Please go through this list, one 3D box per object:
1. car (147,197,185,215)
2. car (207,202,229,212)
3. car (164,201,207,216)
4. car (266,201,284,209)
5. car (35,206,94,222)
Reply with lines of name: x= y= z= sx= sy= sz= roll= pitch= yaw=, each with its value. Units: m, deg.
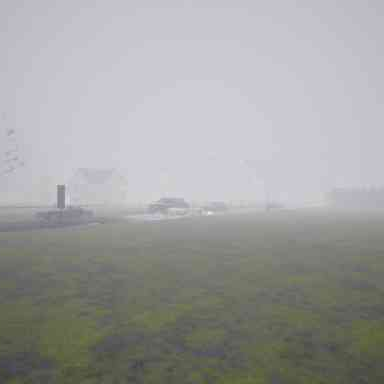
car: x=-2.894 y=1.667 z=40.058 sx=2.150 sy=2.045 sz=5.566 roll=1 pitch=-1 yaw=36
car: x=3.541 y=2.137 z=49.036 sx=2.033 sy=1.411 sz=5.357 roll=1 pitch=0 yaw=36
car: x=-0.648 y=2.072 z=38.135 sx=1.895 sy=1.301 sz=4.718 roll=1 pitch=0 yaw=35
car: x=15.094 y=2.388 z=60.251 sx=1.994 sy=1.385 sz=4.181 roll=1 pitch=0 yaw=35
car: x=-10.963 y=1.855 z=28.736 sx=1.895 sy=1.301 sz=4.718 roll=1 pitch=0 yaw=35
